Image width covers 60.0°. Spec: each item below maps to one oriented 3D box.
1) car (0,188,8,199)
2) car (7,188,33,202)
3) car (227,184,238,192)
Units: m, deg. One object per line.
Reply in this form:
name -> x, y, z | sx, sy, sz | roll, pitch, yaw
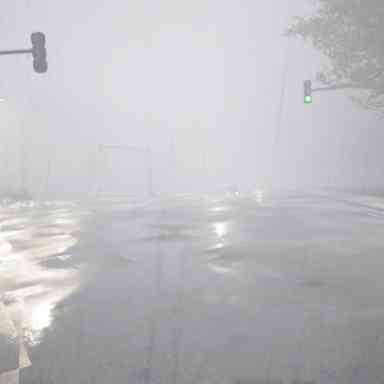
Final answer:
car -> -26.142, 0.247, 47.531 | 1.994, 1.385, 4.181 | -5, 4, -36
car -> -20.290, 0.326, 39.602 | 1.837, 1.490, 4.892 | -5, 4, -36
car -> 6.976, -0.733, 57.494 | 1.895, 1.301, 4.718 | -2, 2, 9
